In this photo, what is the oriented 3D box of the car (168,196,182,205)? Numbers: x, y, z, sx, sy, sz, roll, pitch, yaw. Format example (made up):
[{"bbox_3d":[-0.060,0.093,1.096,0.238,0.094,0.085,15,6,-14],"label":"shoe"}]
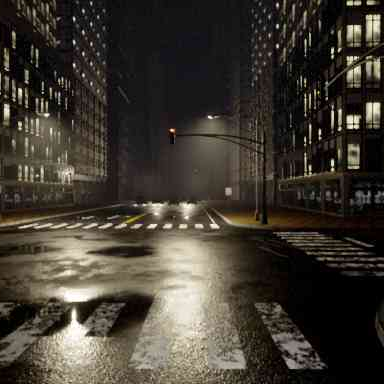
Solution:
[{"bbox_3d":[-3.249,1.643,59.658,2.033,1.411,5.357,0,0,0],"label":"car"}]

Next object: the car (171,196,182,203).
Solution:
[{"bbox_3d":[-3.249,1.518,70.077,1.994,1.385,4.181,0,0,0],"label":"car"}]

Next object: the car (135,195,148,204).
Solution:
[{"bbox_3d":[-9.749,1.464,64.274,2.097,1.767,4.553,0,0,0],"label":"car"}]

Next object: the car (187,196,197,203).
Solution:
[{"bbox_3d":[0.001,1.579,70.523,1.895,1.301,4.718,0,0,0],"label":"car"}]

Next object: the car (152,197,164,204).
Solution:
[{"bbox_3d":[-6.499,1.676,64.243,1.994,1.385,4.181,0,0,0],"label":"car"}]

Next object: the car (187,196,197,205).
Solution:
[{"bbox_3d":[0.001,1.645,60.075,2.033,1.411,5.357,0,0,0],"label":"car"}]
